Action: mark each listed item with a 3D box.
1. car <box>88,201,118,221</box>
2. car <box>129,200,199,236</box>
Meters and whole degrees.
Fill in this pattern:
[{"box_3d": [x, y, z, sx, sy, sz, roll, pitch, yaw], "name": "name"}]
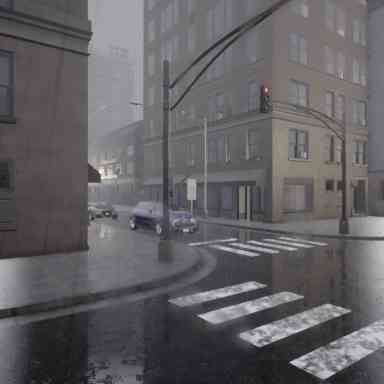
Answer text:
[{"box_3d": [-7.390, 1.428, 26.105, 1.994, 1.385, 4.181, 0, 0, -35], "name": "car"}, {"box_3d": [-1.595, 1.269, 17.998, 2.097, 1.767, 4.553, 0, 0, -36], "name": "car"}]
